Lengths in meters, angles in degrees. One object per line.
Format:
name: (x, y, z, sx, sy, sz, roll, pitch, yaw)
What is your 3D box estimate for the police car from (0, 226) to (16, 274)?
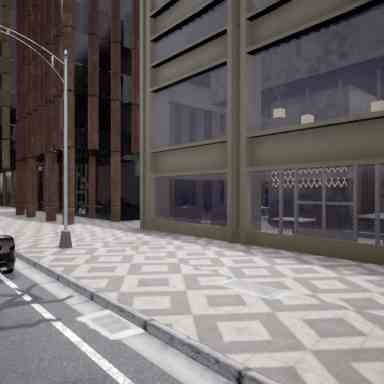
police car: (-6.727, 1.425, 9.790, 1.930, 1.638, 5.238, 0, 0, -41)
